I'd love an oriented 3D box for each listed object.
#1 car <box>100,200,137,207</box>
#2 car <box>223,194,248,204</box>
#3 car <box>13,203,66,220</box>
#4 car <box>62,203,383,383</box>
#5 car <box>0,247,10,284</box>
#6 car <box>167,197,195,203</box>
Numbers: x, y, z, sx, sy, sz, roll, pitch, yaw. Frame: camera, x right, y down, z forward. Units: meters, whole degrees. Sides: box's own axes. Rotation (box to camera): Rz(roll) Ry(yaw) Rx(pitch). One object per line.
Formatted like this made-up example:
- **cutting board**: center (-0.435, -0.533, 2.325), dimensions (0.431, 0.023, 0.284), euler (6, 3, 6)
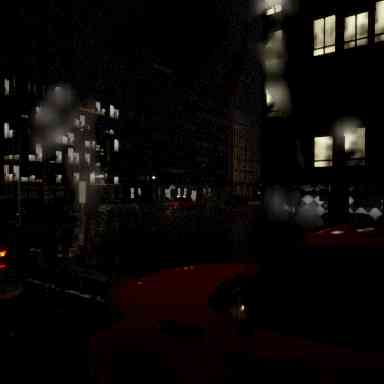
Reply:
- **car**: center (-7.794, 1.619, 35.478), dimensions (1.812, 1.442, 4.674), euler (1, 0, 37)
- **car**: center (7.355, 1.432, 55.701), dimensions (2.150, 2.045, 5.566), euler (1, 0, 37)
- **car**: center (-12.938, 1.617, 28.544), dimensions (1.994, 1.385, 4.181), euler (1, 0, 37)
- **car**: center (1.650, 1.221, 2.509), dimensions (5.566, 2.045, 2.150), euler (0, 0, 35)
- **car**: center (-6.253, 1.522, 8.125), dimensions (4.674, 1.442, 1.812), euler (0, 0, 35)
- **car**: center (-1.472, 1.492, 43.966), dimensions (2.097, 1.767, 4.553), euler (1, 0, 37)
